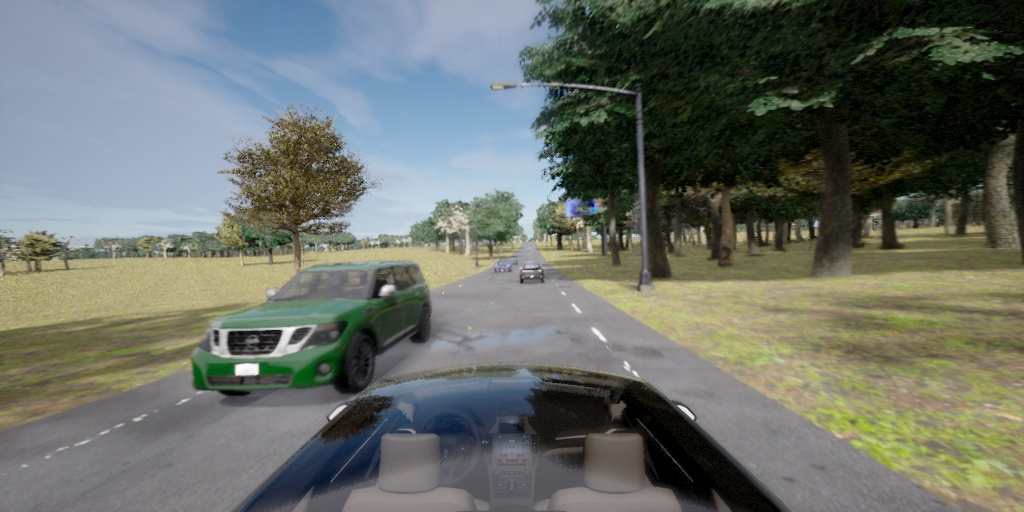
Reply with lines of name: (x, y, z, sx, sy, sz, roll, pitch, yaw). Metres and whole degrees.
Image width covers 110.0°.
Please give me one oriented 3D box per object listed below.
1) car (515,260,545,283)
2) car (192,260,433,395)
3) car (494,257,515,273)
car: (1.592, 1.272, 28.381, 2.128, 1.511, 4.902, -2, 0, 3)
car: (-3.293, 1.136, 7.408, 2.150, 2.045, 5.566, -2, 0, 3)
car: (-1.109, 1.156, 45.887, 2.097, 1.767, 4.553, -2, 1, 3)
